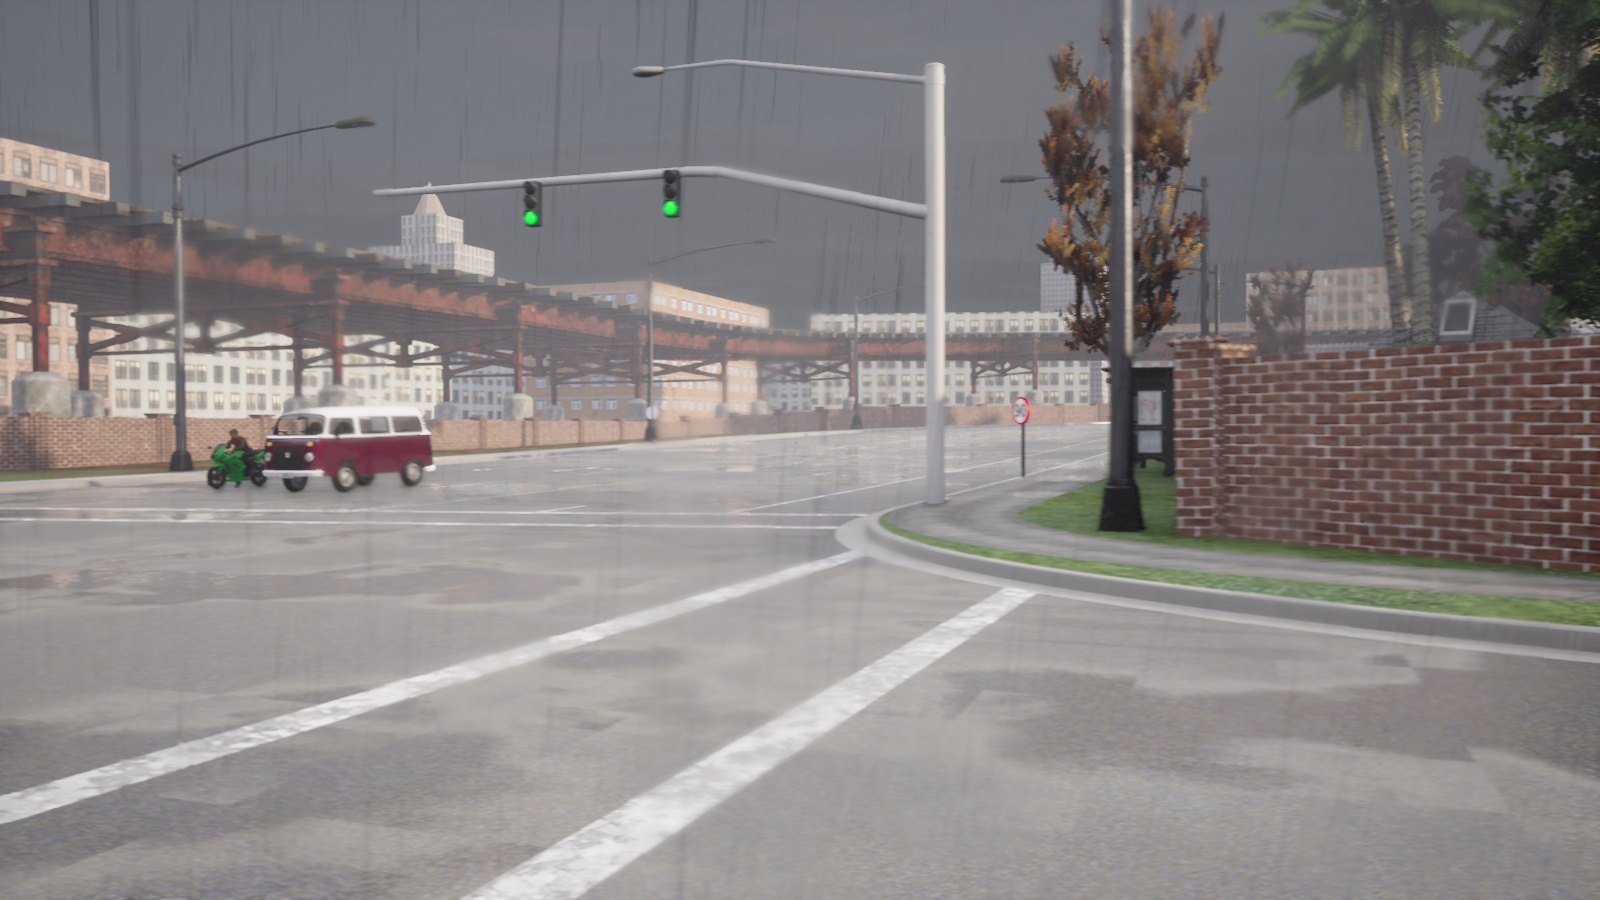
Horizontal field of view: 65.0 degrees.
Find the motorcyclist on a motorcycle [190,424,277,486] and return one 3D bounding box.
[{"bbox_3d":[-14.416,0.096,32.009,0.797,1.523,2.044,1,2,21],"label":"motorcyclist on a motorcycle"}]

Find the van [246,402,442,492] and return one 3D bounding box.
[{"bbox_3d":[-11.086,-0.141,30.914,2.069,2.038,4.480,0,2,21],"label":"van"}]
